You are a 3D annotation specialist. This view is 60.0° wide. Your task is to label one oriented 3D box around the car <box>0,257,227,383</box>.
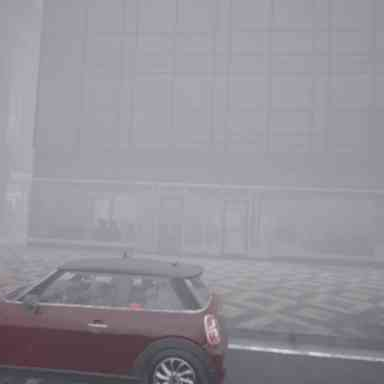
[{"bbox_3d":[-1.553,1.707,4.924,4.097,1.590,1.967,2,-4,6],"label":"car"}]
